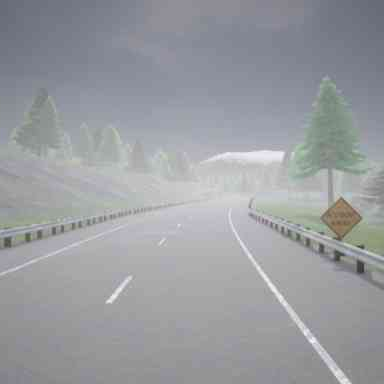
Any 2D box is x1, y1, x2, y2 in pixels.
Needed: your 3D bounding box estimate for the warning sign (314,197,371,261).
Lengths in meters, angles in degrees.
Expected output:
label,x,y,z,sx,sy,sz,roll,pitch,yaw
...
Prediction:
label,x,y,z,sx,sy,sz,roll,pitch,yaw
warning sign,4.589,1.089,10.257,1.300,1.860,1.060,0,0,2
